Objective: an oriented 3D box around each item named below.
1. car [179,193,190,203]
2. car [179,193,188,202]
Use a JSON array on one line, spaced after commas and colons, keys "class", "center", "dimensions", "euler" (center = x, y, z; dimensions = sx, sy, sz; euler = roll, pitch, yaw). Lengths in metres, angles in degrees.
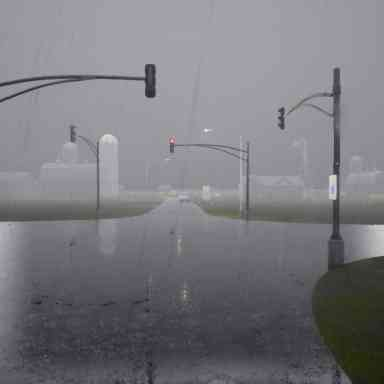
[{"class": "car", "center": [-1.498, 1.557, 69.868], "dimensions": [1.812, 1.442, 4.674], "euler": [0, 0, -3]}, {"class": "car", "center": [-2.081, 1.194, 79.902], "dimensions": [2.150, 2.045, 5.566], "euler": [0, 0, -4]}]
